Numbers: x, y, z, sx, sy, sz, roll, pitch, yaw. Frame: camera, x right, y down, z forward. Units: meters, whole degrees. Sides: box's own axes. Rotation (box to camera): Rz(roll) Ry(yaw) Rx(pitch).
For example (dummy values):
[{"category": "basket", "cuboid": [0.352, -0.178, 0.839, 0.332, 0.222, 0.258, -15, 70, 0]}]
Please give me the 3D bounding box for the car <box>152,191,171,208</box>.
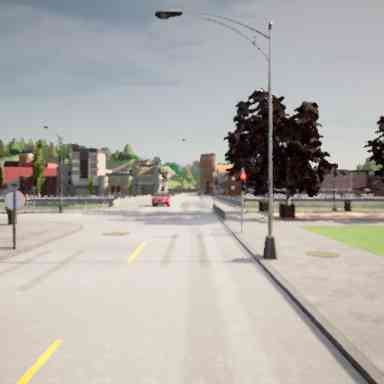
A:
[{"category": "car", "cuboid": [-4.002, 0.963, 43.975, 2.150, 2.045, 5.566, 0, 1, 0]}]
